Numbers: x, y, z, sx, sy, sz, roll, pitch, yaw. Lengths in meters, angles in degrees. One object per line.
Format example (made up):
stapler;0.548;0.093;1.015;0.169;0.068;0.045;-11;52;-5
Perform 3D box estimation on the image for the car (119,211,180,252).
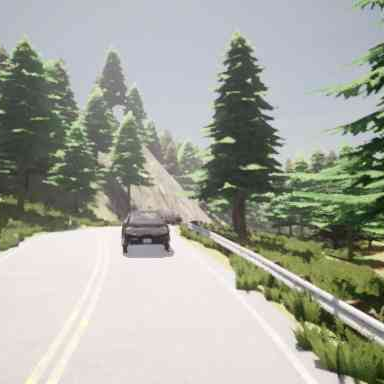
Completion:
car;-2.035;1.541;14.225;2.128;1.511;4.902;0;0;-11
